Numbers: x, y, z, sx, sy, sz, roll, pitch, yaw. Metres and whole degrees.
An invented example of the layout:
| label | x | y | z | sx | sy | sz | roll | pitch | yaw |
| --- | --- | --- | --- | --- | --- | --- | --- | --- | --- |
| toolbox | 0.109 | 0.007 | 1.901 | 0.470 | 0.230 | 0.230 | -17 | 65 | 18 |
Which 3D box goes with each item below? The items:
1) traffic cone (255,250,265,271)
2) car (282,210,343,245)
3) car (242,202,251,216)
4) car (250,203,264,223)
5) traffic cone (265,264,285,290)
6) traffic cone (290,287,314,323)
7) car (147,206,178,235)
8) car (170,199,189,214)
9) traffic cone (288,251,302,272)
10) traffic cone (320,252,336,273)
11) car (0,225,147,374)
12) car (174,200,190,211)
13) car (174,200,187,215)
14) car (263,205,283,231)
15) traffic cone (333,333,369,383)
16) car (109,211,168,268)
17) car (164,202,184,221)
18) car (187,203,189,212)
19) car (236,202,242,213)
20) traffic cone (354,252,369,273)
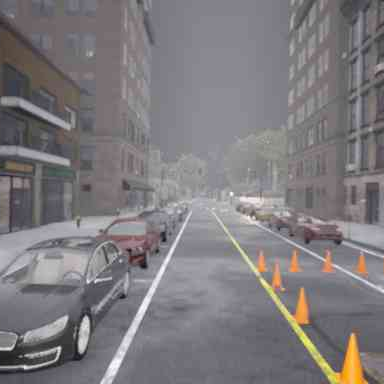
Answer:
| label | x | y | z | sx | sy | sz | roll | pitch | yaw |
| --- | --- | --- | --- | --- | --- | --- | --- | --- | --- |
| traffic cone | 2.097 | 2.050 | 10.047 | 0.340 | 0.580 | 0.340 | 1 | 0 | 1 |
| car | 6.069 | 1.790 | 16.662 | 1.802 | 1.307 | 4.206 | 1 | 0 | 1 |
| car | 6.463 | 1.856 | 33.212 | 1.887 | 1.381 | 4.507 | 1 | 0 | 1 |
| car | 6.336 | 1.802 | 27.865 | 1.752 | 1.417 | 4.829 | 1 | 0 | 1 |
| traffic cone | 2.050 | 2.039 | 8.048 | 0.340 | 0.580 | 0.340 | 1 | 0 | 1 |
| traffic cone | 2.002 | 2.027 | 6.048 | 0.340 | 0.580 | 0.340 | 1 | 0 | 1 |
| car | -1.952 | 1.617 | 16.850 | 1.947 | 1.339 | 4.313 | 1 | 0 | 1 |
| car | -1.425 | 1.631 | 38.919 | 1.967 | 1.590 | 4.097 | 1 | 0 | 1 |
| traffic cone | 3.097 | 2.069 | 10.023 | 0.340 | 0.580 | 0.340 | 1 | 0 | 1 |
| traffic cone | 4.096 | 2.089 | 9.999 | 0.340 | 0.580 | 0.340 | 1 | 0 | 1 |
| car | -2.215 | 1.539 | 5.816 | 2.008 | 1.369 | 4.403 | 1 | 0 | 1 |
| car | -1.297 | 1.809 | 44.435 | 1.802 | 1.307 | 4.206 | 1 | 0 | 1 |
| car | -1.688 | 1.560 | 27.884 | 1.967 | 1.590 | 4.097 | 1 | 0 | 1 |
| car | 6.200 | 1.823 | 22.178 | 1.802 | 1.307 | 4.206 | 1 | 0 | 1 |
| traffic cone | 1.954 | 2.016 | 4.049 | 0.340 | 0.580 | 0.340 | 1 | 0 | 1 |
| car | -2.083 | 1.564 | 11.333 | 1.887 | 1.381 | 4.507 | 1 | 0 | 1 |
| car | -1.821 | 1.635 | 22.366 | 2.008 | 1.369 | 4.403 | 1 | 0 | 1 |
| car | -1.562 | 1.679 | 33.231 | 1.752 | 1.417 | 4.829 | 1 | 0 | 1 |
| car | 6.593 | 1.929 | 38.728 | 1.802 | 1.307 | 4.206 | 1 | 0 | 1 |
| traffic cone | 5.096 | 2.109 | 9.976 | 0.340 | 0.580 | 0.340 | 1 | 0 | 1 |
